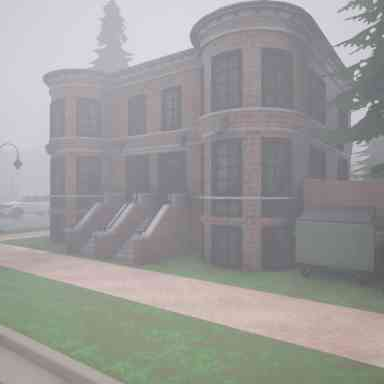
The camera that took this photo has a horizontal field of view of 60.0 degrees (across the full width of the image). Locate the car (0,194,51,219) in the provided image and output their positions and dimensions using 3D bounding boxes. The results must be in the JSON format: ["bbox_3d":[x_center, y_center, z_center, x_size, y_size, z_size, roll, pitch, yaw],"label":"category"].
[{"bbox_3d":[-14.419,1.221,29.763,2.150,2.045,5.566,0,0,34],"label":"car"}]
